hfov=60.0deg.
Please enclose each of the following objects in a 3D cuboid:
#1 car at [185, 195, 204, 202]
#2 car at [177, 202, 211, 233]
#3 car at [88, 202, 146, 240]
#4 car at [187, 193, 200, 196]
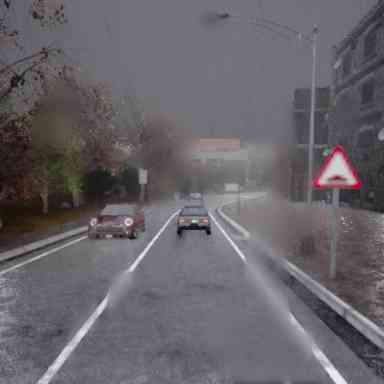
[{"bbox_3d":[0.555,1.471,38.643,2.033,1.411,5.357,0,0,4],"label":"car"},{"bbox_3d":[0.099,1.512,19.166,2.033,1.411,5.357,0,0,0],"label":"car"},{"bbox_3d":[-3.589,1.321,16.650,2.097,1.767,4.553,0,0,0],"label":"car"},{"bbox_3d":[0.306,0.926,57.940,2.097,1.767,4.553,2,2,16],"label":"car"}]
